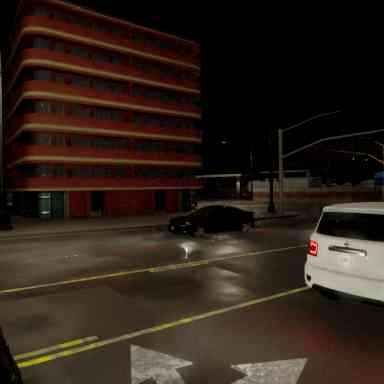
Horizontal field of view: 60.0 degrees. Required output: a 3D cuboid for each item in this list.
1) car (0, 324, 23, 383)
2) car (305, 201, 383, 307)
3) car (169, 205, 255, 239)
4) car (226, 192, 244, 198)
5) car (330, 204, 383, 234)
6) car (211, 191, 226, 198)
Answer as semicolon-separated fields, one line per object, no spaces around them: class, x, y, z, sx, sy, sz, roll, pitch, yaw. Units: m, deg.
car;-3.667;1.222;1.136;5.566;2.045;2.150;0;0;-35
car;4.775;1.217;7.134;5.566;2.045;2.150;0;0;-35
car;1.112;1.464;17.627;5.008;1.535;1.882;0;0;-35
car;11.384;0.816;85.098;3.806;1.475;1.970;-1;1;-35
car;10.838;1.554;20.151;5.357;1.411;2.033;0;0;-35
car;7.417;0.670;89.324;4.611;1.667;2.242;-1;1;-35
